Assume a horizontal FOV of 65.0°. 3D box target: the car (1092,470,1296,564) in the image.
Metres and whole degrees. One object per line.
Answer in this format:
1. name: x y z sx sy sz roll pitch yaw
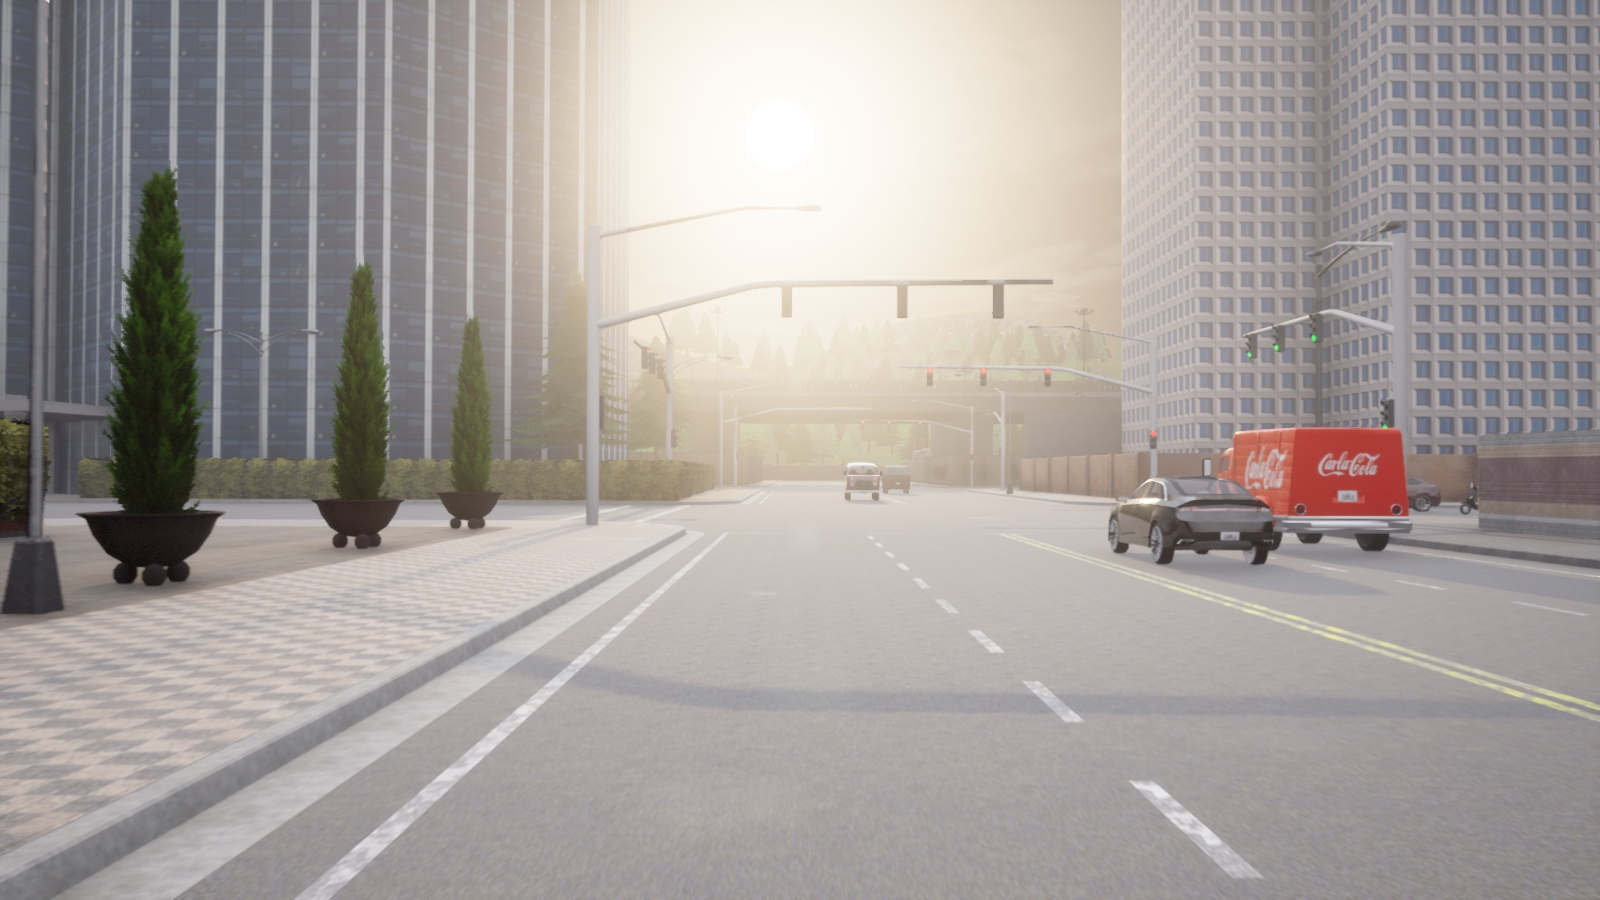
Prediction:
1. car: 6.944 1.124 22.757 2.128 1.511 4.902 0 -1 0

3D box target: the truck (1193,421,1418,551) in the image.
1. truck: 10.434 0.730 26.506 2.627 2.467 5.204 0 -1 0

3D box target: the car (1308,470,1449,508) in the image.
1. car: 23.643 1.581 51.453 4.792 1.488 2.163 0 -1 0

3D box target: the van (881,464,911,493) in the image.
1. van: 6.782 2.031 89.048 1.775 1.987 4.442 0 -1 0

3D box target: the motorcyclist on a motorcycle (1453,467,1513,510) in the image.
1. motorcyclist on a motorcycle: 26.075 1.466 47.943 1.817 1.590 0.866 0 -1 0

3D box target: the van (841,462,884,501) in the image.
1. van: 3.333 1.663 67.990 2.069 2.038 4.480 0 -1 0
